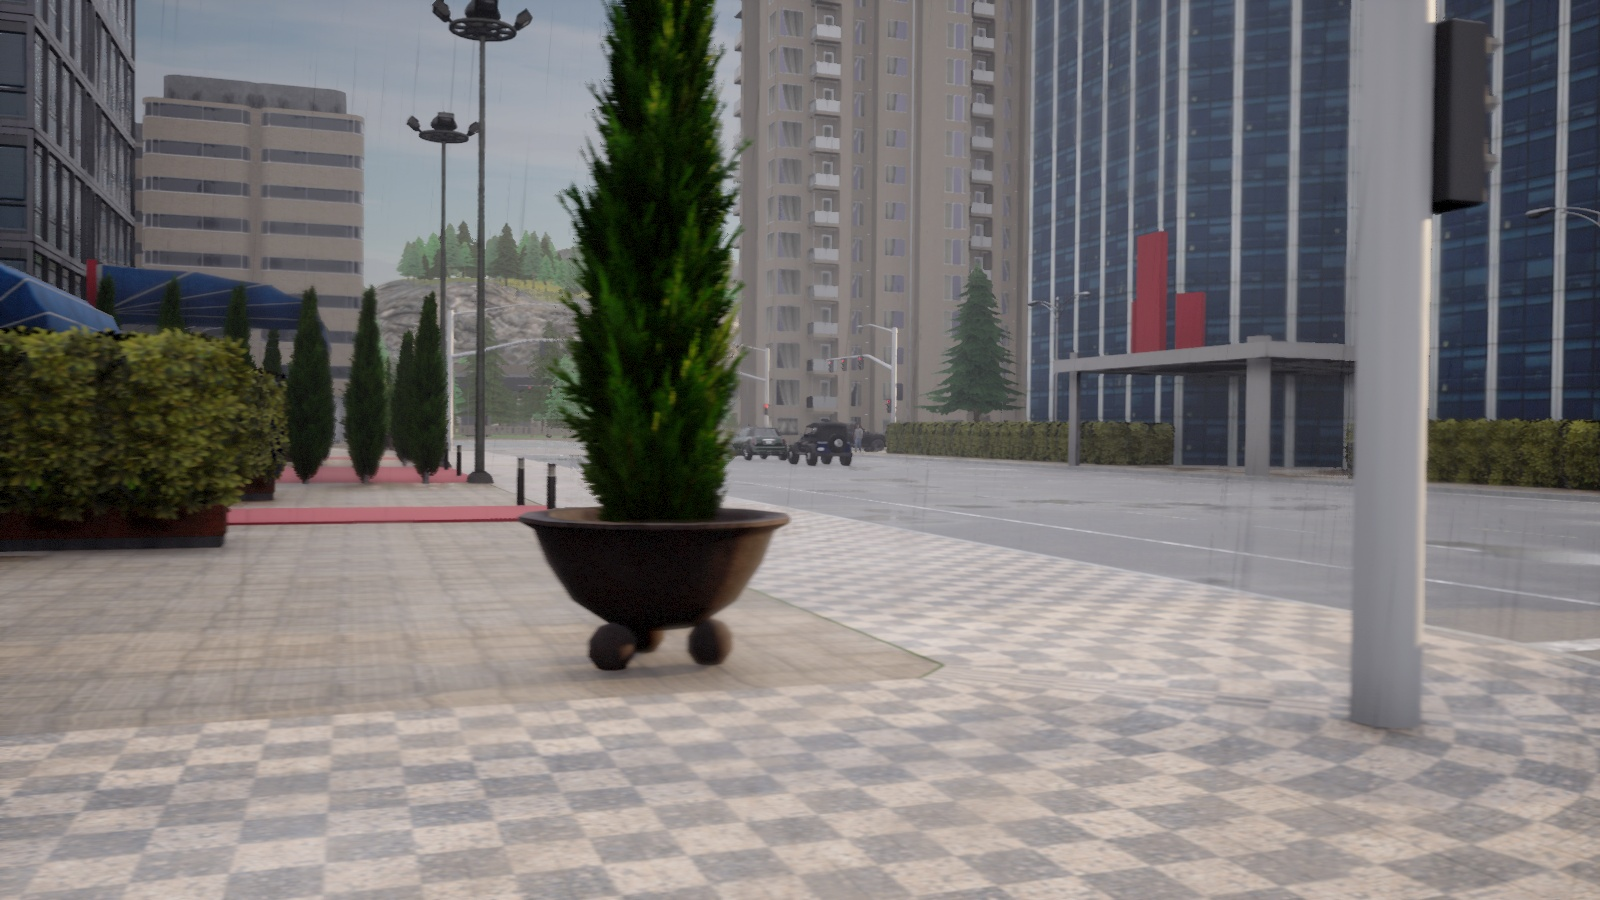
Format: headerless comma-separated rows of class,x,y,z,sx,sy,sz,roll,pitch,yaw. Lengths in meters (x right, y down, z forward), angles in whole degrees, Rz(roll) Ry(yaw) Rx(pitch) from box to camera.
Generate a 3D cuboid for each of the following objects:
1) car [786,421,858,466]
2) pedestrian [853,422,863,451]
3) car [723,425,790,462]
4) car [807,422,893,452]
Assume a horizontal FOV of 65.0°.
car,0.917,-0.302,55.017,1.905,1.878,3.866,-1,1,-20
pedestrian,3.621,-0.852,78.495,0.354,1.836,0.706,0,1,27
car,-2.254,-0.344,63.661,2.097,1.767,4.553,-1,1,-20
car,3.480,-0.928,87.427,5.566,2.045,2.150,-1,1,-14
